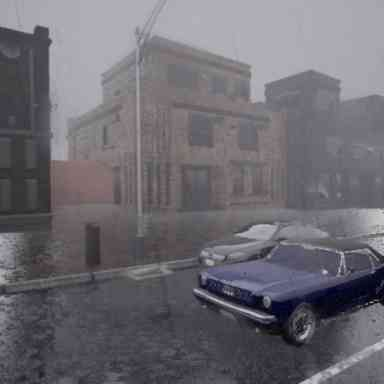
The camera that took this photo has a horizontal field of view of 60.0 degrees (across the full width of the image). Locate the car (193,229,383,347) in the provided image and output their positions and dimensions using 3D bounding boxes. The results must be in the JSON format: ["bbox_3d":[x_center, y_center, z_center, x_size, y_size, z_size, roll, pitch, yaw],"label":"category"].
[{"bbox_3d":[2.363,1.634,6.503,4.718,1.301,1.895,0,0,-36],"label":"car"}]

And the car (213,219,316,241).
[{"bbox_3d":[2.340,1.570,9.945,4.674,1.442,1.812,0,0,-36],"label":"car"}]
